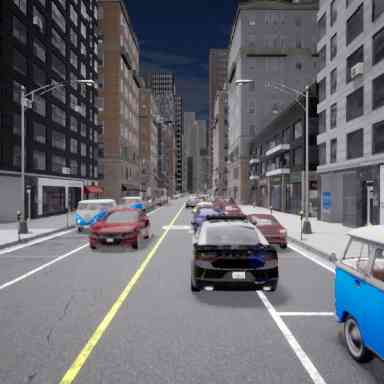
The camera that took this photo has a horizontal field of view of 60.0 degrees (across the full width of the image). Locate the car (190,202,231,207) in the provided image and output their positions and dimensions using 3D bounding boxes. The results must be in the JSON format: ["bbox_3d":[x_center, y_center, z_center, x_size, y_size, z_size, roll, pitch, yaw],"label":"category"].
[{"bbox_3d":[0.946,1.526,18.987,1.812,1.442,4.674,0,0,0],"label":"car"}]

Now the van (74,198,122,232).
[{"bbox_3d":[-5.622,1.341,19.831,1.690,1.788,3.998,0,0,0],"label":"van"}]

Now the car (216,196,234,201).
[{"bbox_3d":[2.931,1.316,30.811,2.192,1.841,5.009,0,0,0],"label":"car"}]

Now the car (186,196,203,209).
[{"bbox_3d":[0.132,1.569,45.938,1.994,1.385,4.181,0,0,0],"label":"car"}]

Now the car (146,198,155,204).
[{"bbox_3d":[-5.580,1.568,36.334,1.947,1.339,4.313,0,0,0],"label":"car"}]

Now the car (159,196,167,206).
[{"bbox_3d":[-5.539,1.573,52.838,1.947,1.339,4.313,0,0,0],"label":"car"}]

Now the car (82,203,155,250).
[{"bbox_3d":[-2.965,1.477,14.553,1.882,1.535,5.008,0,0,0],"label":"car"}]

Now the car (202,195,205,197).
[{"bbox_3d":[2.986,1.558,52.817,2.008,1.369,4.403,0,0,0],"label":"car"}]

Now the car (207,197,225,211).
[{"bbox_3d":[2.959,1.444,41.814,1.967,1.590,4.097,0,0,0],"label":"car"}]

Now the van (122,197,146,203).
[{"bbox_3d":[-5.594,1.342,30.832,1.690,1.788,3.998,0,0,0],"label":"van"}]

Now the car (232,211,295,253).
[{"bbox_3d":[2.891,1.582,14.307,1.802,1.307,4.206,0,0,0],"label":"car"}]

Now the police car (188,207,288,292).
[{"bbox_3d":[0.922,1.425,9.097,1.930,1.638,5.238,0,0,0],"label":"police car"}]

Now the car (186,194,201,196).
[{"bbox_3d":[0.147,1.536,59.331,1.812,1.442,4.674,0,0,0],"label":"car"}]

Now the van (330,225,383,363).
[{"bbox_3d":[2.863,1.341,3.304,1.690,1.788,3.998,0,0,0],"label":"van"}]

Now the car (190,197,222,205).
[{"bbox_3d":[0.961,1.456,25.178,1.801,1.575,5.366,0,0,0],"label":"car"}]

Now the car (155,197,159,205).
[{"bbox_3d":[-5.566,1.585,41.835,1.802,1.307,4.206,0,0,0],"label":"car"}]

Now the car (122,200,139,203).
[{"bbox_3d":[-5.608,1.551,25.331,2.008,1.369,4.403,0,0,0],"label":"car"}]

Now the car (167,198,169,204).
[{"bbox_3d":[-5.526,1.592,58.339,1.802,1.307,4.206,0,0,0],"label":"car"}]

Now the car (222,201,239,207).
[{"bbox_3d":[2.918,1.582,25.309,1.802,1.307,4.206,0,0,0],"label":"car"}]
